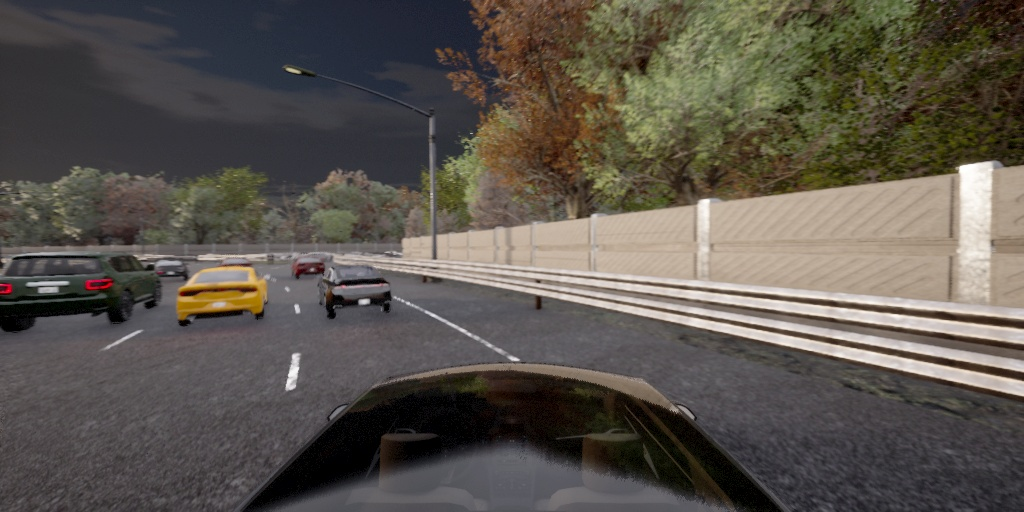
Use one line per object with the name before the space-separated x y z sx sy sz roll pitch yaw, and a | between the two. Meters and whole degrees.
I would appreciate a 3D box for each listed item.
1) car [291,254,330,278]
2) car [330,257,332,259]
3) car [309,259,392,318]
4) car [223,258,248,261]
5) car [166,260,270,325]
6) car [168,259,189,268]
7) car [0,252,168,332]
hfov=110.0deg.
car | -15.374 0.778 27.007 1.882 1.535 5.008 -2 2 -35
car | -29.263 0.327 55.206 1.994 1.385 4.181 -1 1 -9
car | -5.473 1.044 12.234 2.128 1.511 4.902 -1 2 -32
car | -20.337 0.851 26.368 1.882 1.535 5.008 -2 2 -42
car | -9.033 1.089 11.507 1.882 1.535 5.008 -1 2 -32
car | -24.671 0.960 25.914 1.812 1.442 4.674 -2 2 -43
car | -12.871 0.888 11.043 2.150 2.045 5.566 -2 2 -34
